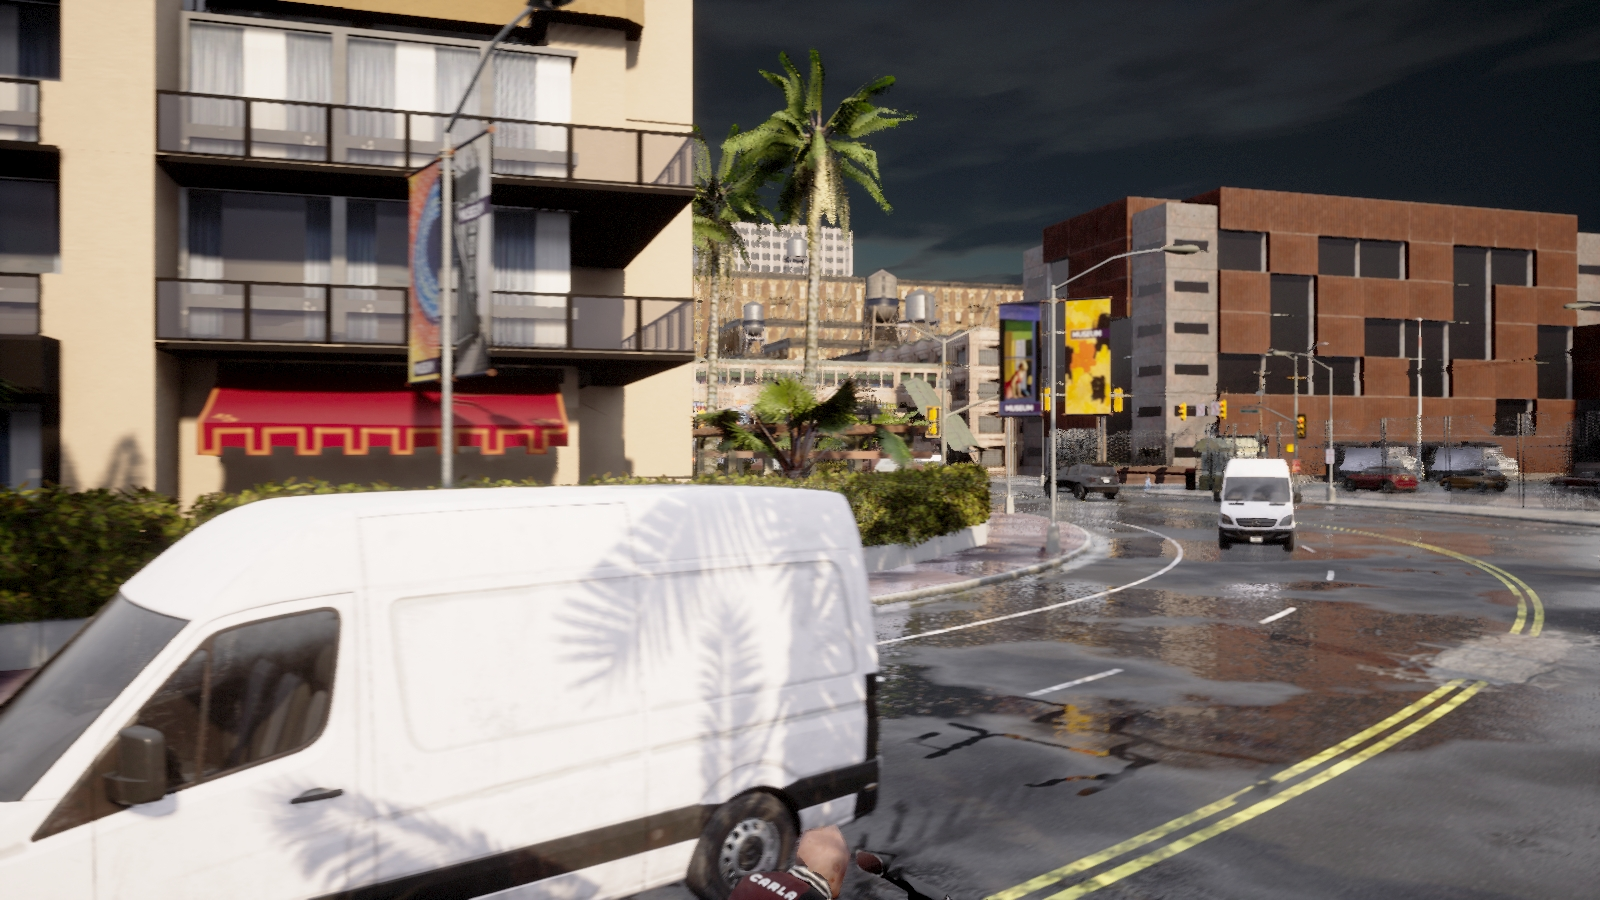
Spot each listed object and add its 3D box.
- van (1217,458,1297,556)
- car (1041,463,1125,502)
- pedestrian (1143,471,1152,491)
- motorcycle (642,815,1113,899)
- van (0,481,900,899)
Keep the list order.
[{"bbox_3d":[13.454,1.538,33.541,1.988,2.561,5.915,0,0,23],"label":"van"},{"bbox_3d":[16.039,1.787,65.178,2.150,2.045,5.566,0,0,-16],"label":"car"},{"bbox_3d":[22.250,1.984,73.106,0.375,1.300,0.375,0,0,-17],"label":"pedestrian"},{"bbox_3d":[0.039,2.205,3.930,2.209,1.251,0.867,0,0,-38],"label":"motorcycle"},{"bbox_3d":[-2.245,1.535,6.582,5.915,2.561,1.988,0,0,-39],"label":"van"}]
